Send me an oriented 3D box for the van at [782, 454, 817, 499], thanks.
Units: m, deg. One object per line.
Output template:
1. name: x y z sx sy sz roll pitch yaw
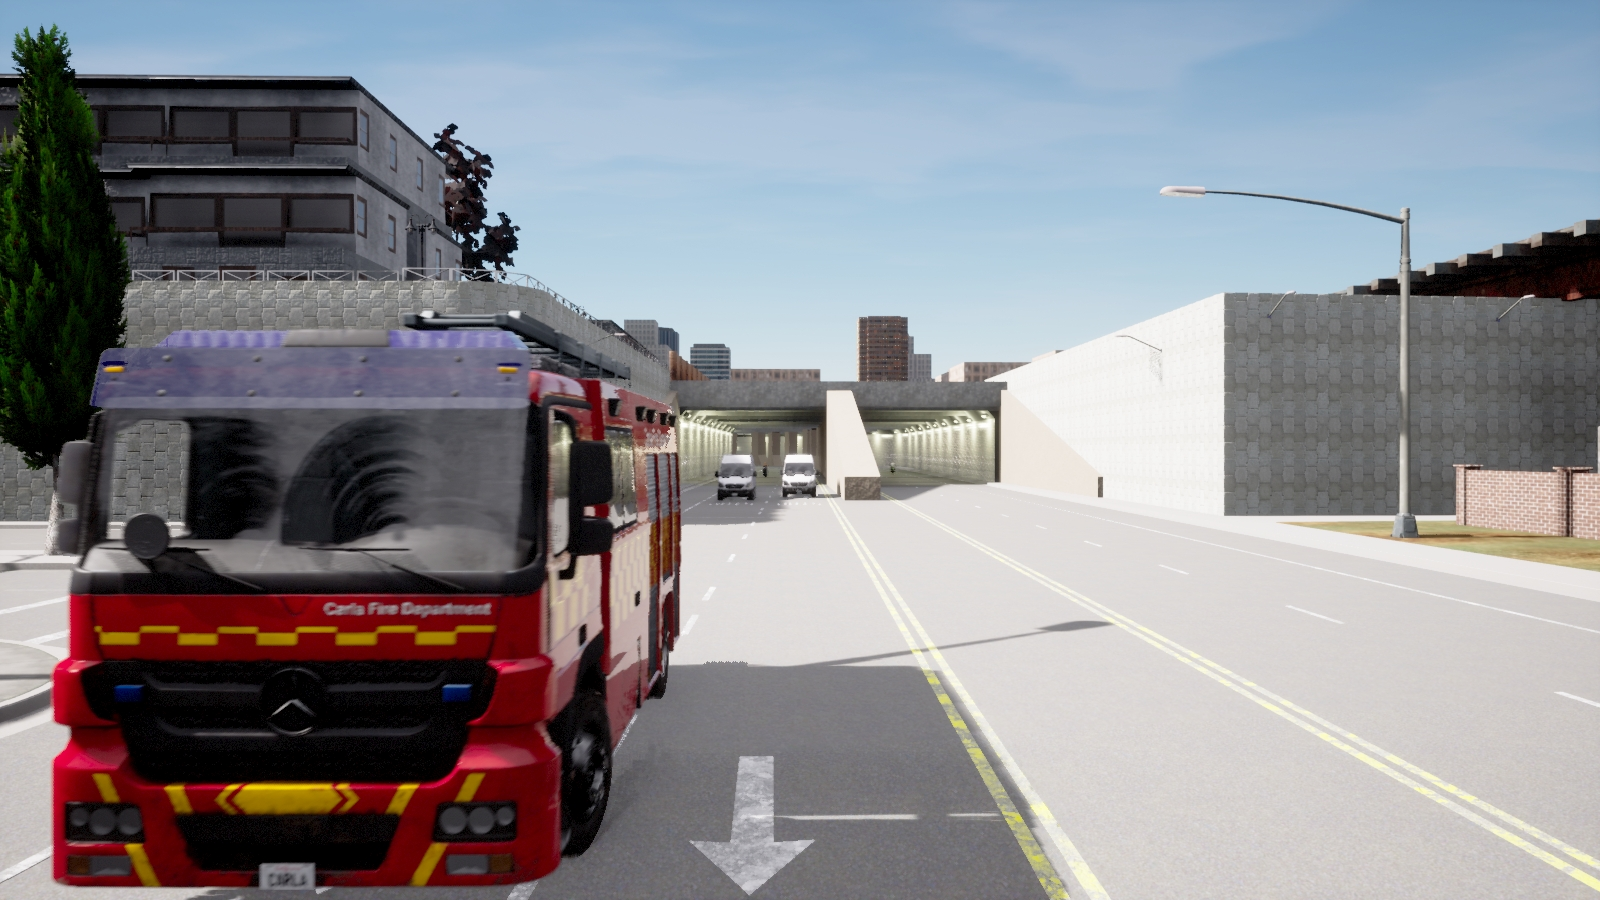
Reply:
1. van: -0.053 1.533 68.211 1.988 2.561 5.915 0 0 0

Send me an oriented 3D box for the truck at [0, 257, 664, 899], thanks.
1. truck: -3.120 0.888 10.262 2.891 3.827 8.468 0 0 -1

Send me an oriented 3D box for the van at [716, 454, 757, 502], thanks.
1. van: -3.552 1.533 64.593 1.988 2.561 5.915 0 0 0
